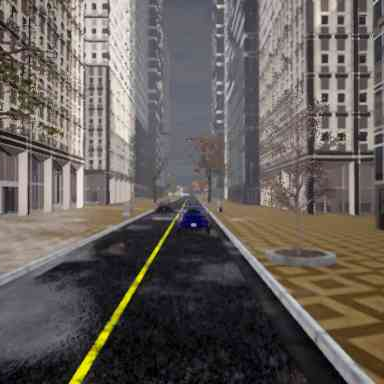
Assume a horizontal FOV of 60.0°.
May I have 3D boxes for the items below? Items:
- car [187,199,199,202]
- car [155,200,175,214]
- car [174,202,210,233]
[{"bbox_3d":[0.080,1.571,39.690,2.033,1.411,5.357,0,0,0],"label":"car"},{"bbox_3d":[-2.860,1.585,35.748,1.994,1.385,4.181,0,0,0],"label":"car"},{"bbox_3d":[0.089,1.538,19.588,1.812,1.442,4.674,0,0,0],"label":"car"}]
